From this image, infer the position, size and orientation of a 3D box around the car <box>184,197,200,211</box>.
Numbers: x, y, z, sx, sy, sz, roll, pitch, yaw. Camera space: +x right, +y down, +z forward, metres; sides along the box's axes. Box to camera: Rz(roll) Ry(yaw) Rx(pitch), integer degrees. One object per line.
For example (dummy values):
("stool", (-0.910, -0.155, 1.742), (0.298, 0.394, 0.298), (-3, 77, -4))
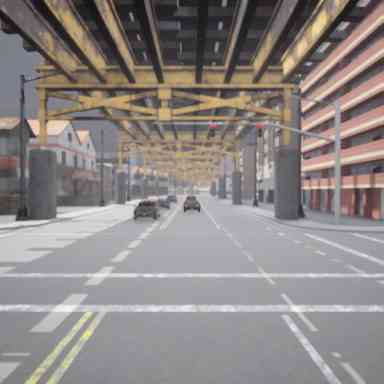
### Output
("car", (-0.006, 1.533, 38.741), (1.895, 1.301, 4.718), (0, 0, 0))

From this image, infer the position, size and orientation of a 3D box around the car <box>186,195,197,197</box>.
("car", (-0.120, 1.257, 63.551), (1.882, 1.535, 5.008), (0, 1, 0))

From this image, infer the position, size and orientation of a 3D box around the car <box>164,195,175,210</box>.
("car", (-3.708, 1.470, 42.186), (2.033, 1.411, 5.357), (0, 0, 0))

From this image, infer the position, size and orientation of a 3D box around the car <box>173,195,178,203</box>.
("car", (-3.675, 1.309, 61.494), (1.837, 1.490, 4.892), (0, 0, 0))

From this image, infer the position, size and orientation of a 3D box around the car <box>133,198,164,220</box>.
("car", (-3.673, 1.456, 27.676), (1.837, 1.490, 4.892), (0, 0, 0))
